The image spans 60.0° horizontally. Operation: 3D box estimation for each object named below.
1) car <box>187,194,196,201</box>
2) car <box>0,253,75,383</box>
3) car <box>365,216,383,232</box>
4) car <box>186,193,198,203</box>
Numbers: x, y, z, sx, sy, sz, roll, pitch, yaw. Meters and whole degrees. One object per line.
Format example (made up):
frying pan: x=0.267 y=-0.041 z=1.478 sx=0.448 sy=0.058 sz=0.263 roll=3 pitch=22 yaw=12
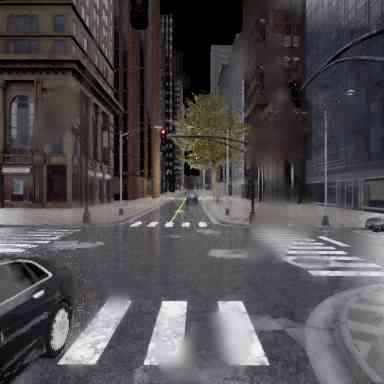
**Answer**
car: x=-0.056 y=1.109 z=70.734 sx=1.812 sy=1.442 sz=4.674 roll=0 pitch=1 yaw=0
car: x=-2.828 y=1.505 z=3.282 sx=1.837 sy=1.490 sz=4.892 roll=-1 pitch=0 yaw=4
car: x=11.907 y=1.631 z=18.350 sx=4.403 sy=1.369 sz=2.008 roll=0 pitch=0 yaw=0
car: x=0.014 y=1.043 z=60.771 sx=2.097 sy=1.767 sz=4.553 roll=0 pitch=1 yaw=0
